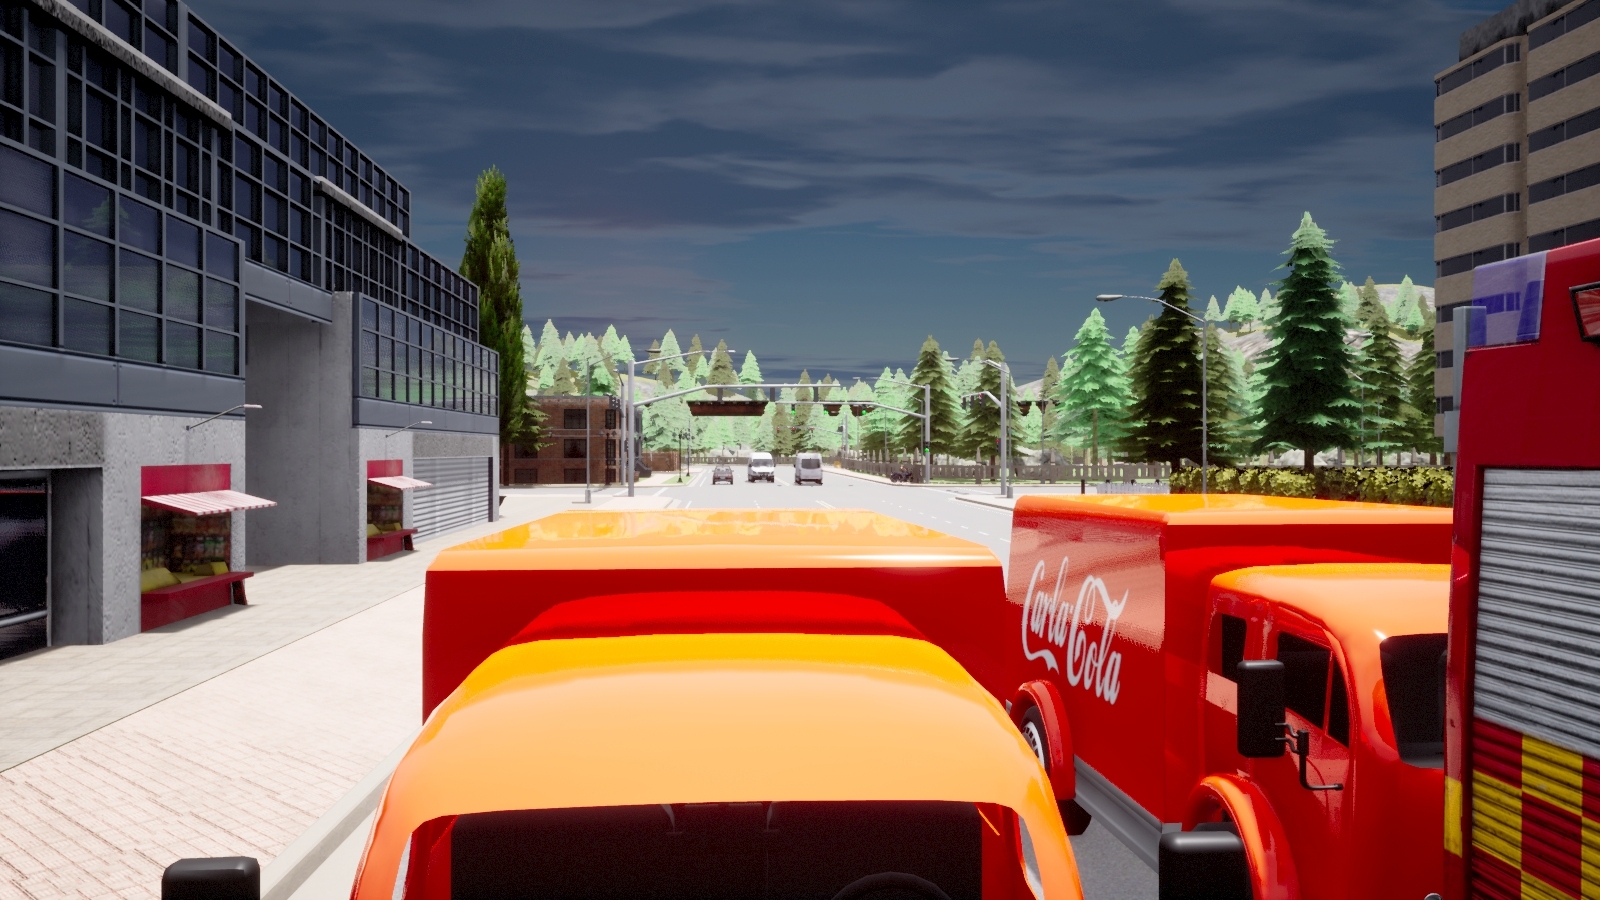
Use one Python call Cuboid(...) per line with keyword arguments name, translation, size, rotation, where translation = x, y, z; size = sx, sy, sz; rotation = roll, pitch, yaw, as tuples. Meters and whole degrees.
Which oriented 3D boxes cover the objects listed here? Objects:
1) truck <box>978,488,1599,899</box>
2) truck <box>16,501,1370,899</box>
Cuboid(name="truck", translation=(3.003, 1.568, 7.234), size=(2.627, 2.467, 5.204), rotation=(0, 0, -4))
Cuboid(name="truck", translation=(-0.347, 1.568, 4.821), size=(2.627, 2.467, 5.204), rotation=(0, 0, -4))
